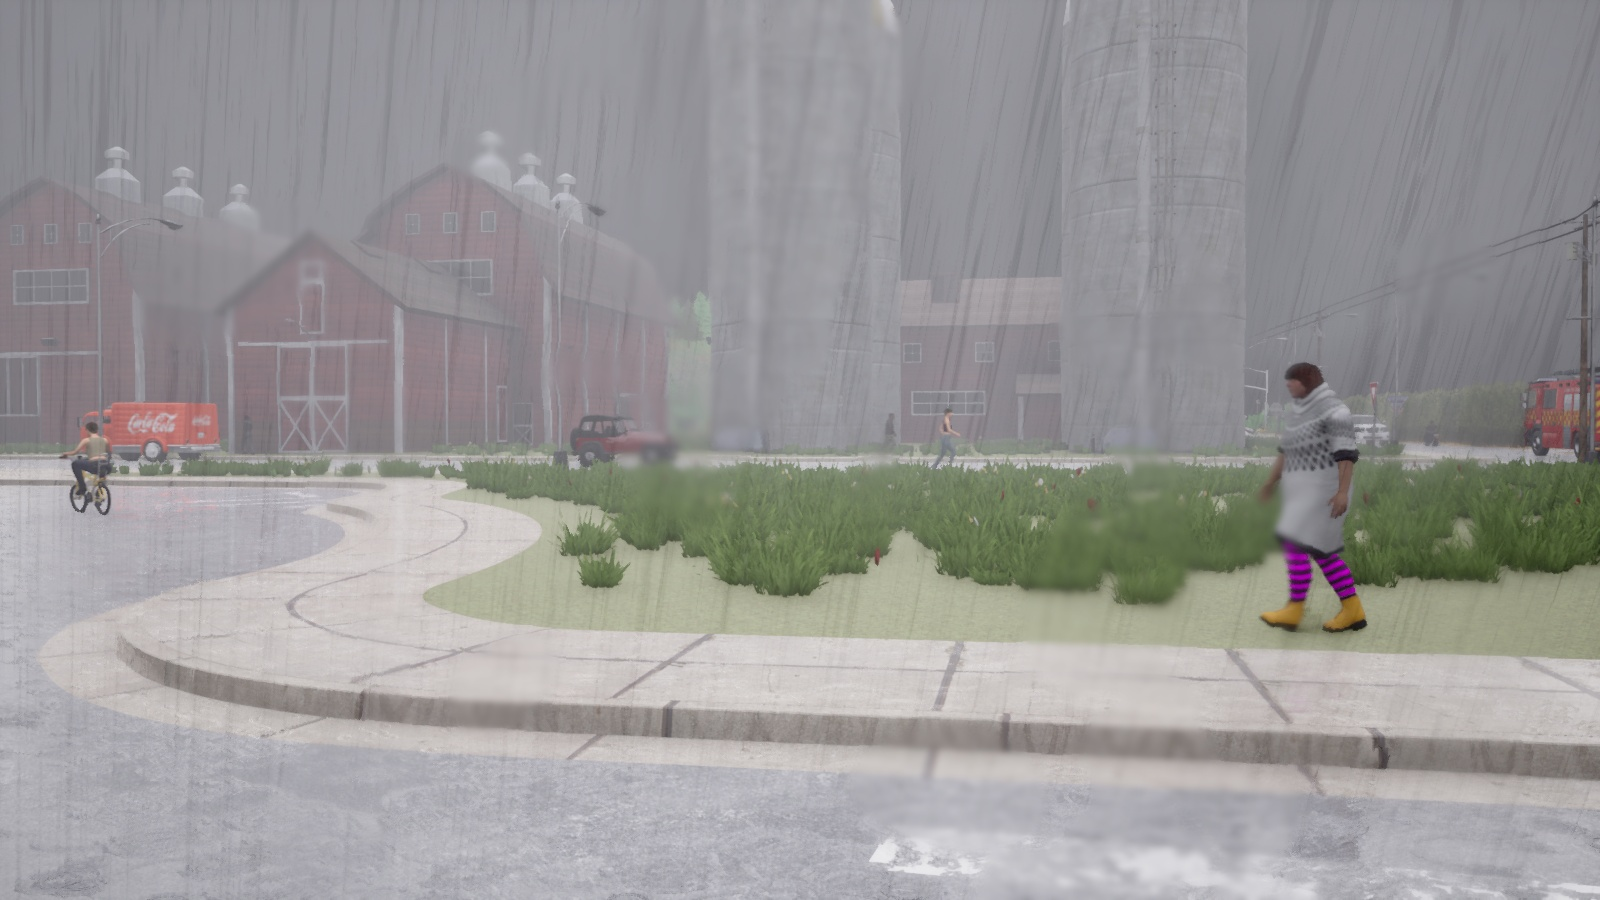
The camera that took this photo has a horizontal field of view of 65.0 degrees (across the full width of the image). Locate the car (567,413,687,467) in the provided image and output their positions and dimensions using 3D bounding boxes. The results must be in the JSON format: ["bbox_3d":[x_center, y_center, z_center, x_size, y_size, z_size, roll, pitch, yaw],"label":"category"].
[{"bbox_3d":[-6.190,-0.380,45.126,3.866,1.878,1.905,1,1,10],"label":"car"}]

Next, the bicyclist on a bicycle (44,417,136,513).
[{"bbox_3d":[-12.412,0.226,21.941,1.509,1.612,0.866,2,2,38],"label":"bicyclist on a bicycle"}]

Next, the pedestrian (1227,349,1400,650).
[{"bbox_3d":[3.441,0.319,8.475,0.873,1.952,0.659,0,1,-1],"label":"pedestrian"}]

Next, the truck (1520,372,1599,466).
[{"bbox_3d":[34.612,-1.334,55.025,2.891,3.827,8.468,1,1,13],"label":"truck"}]

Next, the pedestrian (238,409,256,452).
[{"bbox_3d":[-25.401,-0.898,57.673,0.666,1.930,0.402,1,1,22],"label":"pedestrian"}]

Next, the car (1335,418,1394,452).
[{"bbox_3d":[35.479,-0.962,79.095,2.150,2.045,5.566,1,1,11],"label":"car"}]

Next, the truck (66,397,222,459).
[{"bbox_3d":[-27.262,-0.929,52.270,5.204,2.467,2.627,1,1,10],"label":"truck"}]

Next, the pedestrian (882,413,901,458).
[{"bbox_3d":[3.738,-0.598,51.181,0.703,1.840,0.431,1,1,13],"label":"pedestrian"}]

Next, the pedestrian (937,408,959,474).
[{"bbox_3d":[4.130,-0.248,35.006,0.594,1.836,0.345,0,1,9],"label":"pedestrian"}]

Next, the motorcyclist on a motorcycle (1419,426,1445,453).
[{"bbox_3d":[38.575,-0.663,76.627,0.766,1.649,2.350,1,1,11],"label":"motorcyclist on a motorcycle"}]
